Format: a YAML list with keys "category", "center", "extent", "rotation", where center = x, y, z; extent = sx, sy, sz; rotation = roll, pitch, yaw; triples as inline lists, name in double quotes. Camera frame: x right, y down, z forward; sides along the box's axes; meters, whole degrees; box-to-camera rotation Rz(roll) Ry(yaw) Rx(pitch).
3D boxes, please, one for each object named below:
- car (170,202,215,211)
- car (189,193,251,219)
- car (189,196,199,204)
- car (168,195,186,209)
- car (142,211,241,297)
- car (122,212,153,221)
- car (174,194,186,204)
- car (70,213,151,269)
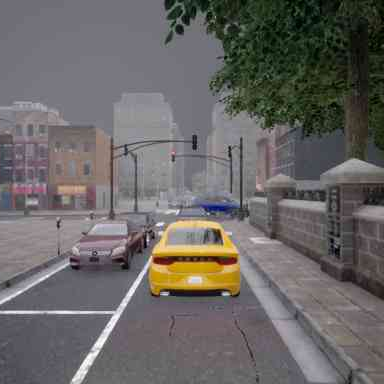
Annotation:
- category: "car"
  center: [0.030, 1.547, 19.128]
  extent: [2.033, 1.411, 5.357]
  rotation: [0, 0, 0]
- category: "car"
  center: [2.622, 1.193, 28.591]
  extent: [5.566, 2.045, 2.150]
  rotation: [0, 2, 35]
- category: "car"
  center: [0.379, 1.513, 66.917]
  extent: [1.812, 1.442, 4.674]
  rotation: [0, 0, 0]
- category: "car"
  center: [-2.225, 1.484, 45.119]
  extent: [2.128, 1.511, 4.902]
  rotation: [0, 0, 0]
- category: "car"
  center: [0.078, 1.478, 8.639]
  extent: [1.882, 1.535, 5.008]
  rotation: [0, 0, 0]
- category: "car"
  center: [-2.618, 1.566, 14.708]
  extent: [1.947, 1.339, 4.313]
  rotation: [0, 0, 0]
- category: "car"
  center: [-2.182, 1.340, 62.729]
  extent: [2.097, 1.767, 4.553]
  rotation: [0, 0, 0]
- category: "car"
  center: [-2.623, 1.582, 11.045]
  extent: [1.802, 1.307, 4.206]
  rotation: [0, 0, 0]
